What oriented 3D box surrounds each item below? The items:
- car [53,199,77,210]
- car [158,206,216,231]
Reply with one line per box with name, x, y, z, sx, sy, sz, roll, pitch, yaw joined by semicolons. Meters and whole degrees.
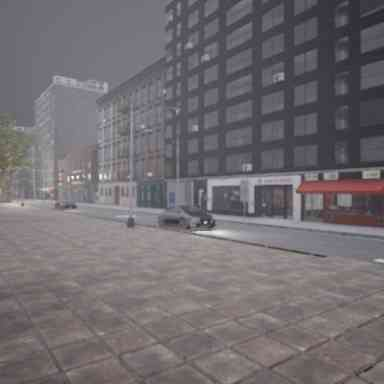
car;-16.476;1.575;43.065;2.033;1.411;5.357;0;0;-35
car;-0.387;1.546;20.571;1.994;1.385;4.181;0;0;-36
